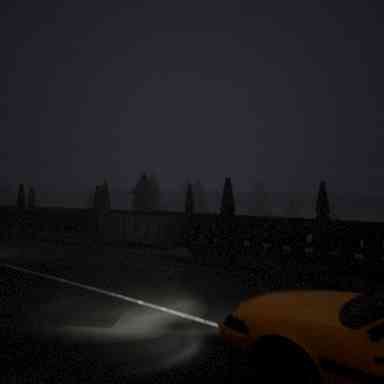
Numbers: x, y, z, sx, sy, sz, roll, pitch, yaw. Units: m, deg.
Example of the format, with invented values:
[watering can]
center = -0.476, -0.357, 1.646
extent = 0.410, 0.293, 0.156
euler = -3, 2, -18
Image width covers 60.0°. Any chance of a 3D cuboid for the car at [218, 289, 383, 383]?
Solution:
[car]
center = 2.753, 1.545, 3.267
extent = 5.366, 1.575, 1.801
euler = 0, -1, 41
